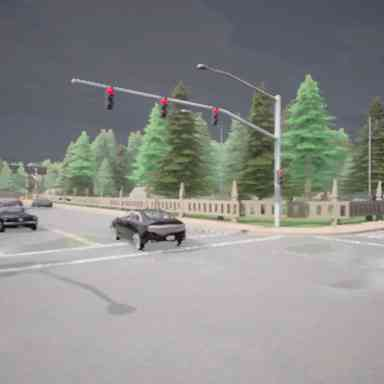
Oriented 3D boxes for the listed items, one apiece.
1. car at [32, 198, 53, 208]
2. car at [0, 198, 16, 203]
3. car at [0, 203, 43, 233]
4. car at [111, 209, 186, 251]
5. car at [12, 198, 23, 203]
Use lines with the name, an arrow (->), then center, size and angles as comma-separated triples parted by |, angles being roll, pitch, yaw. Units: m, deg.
car -> -20.326, 1.482, 45.122 | 1.994, 1.385, 4.181 | 0, 0, -36
car -> -16.637, 1.495, 28.068 | 2.033, 1.411, 5.357 | 0, 0, -36
car -> -10.566, 1.564, 19.789 | 1.895, 1.301, 4.718 | 0, 0, -36
car -> -2.023, 1.466, 14.265 | 2.128, 1.511, 4.902 | 0, 0, -31
car -> -22.916, 1.447, 42.756 | 1.812, 1.442, 4.674 | 0, 0, -36
